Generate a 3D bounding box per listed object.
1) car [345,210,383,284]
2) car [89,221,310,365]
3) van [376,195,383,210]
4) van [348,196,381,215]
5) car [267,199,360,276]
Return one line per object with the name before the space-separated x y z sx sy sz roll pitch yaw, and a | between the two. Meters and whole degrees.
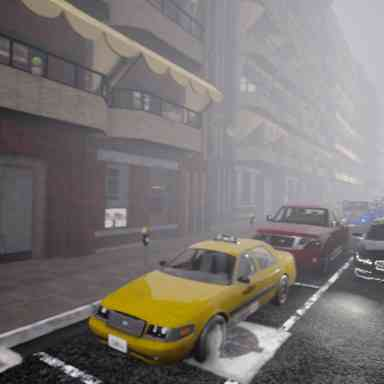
car | 5.686 1.484 9.089 1.837 1.490 4.892 1 1 34
car | 0.477 1.486 5.958 1.752 1.417 4.829 3 1 34
van | 13.027 1.290 24.381 1.690 1.788 3.998 2 1 34
van | 9.915 1.290 19.808 1.690 1.788 3.998 3 1 34
car | 3.692 1.270 10.666 2.192 1.841 5.009 3 1 34
